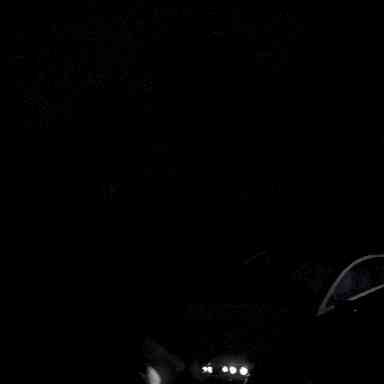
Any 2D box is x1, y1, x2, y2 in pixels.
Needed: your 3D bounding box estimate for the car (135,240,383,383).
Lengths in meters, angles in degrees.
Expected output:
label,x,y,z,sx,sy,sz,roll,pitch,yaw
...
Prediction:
label,x,y,z,sx,sy,sz,roll,pitch,yaw
car,1.645,1.487,4.556,4.902,1.511,2.128,0,0,-36
